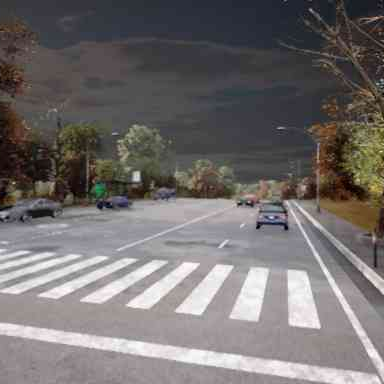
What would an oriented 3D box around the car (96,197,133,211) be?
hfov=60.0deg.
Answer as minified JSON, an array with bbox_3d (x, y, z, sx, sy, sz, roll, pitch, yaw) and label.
[{"bbox_3d":[-7.777,1.160,33.760,1.895,1.301,4.718,1,1,15],"label":"car"}]

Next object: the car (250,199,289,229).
[{"bbox_3d":[4.957,1.404,20.487,2.033,1.411,5.357,1,1,15],"label":"car"}]

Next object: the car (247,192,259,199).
[{"bbox_3d":[9.046,0.793,50.340,2.097,1.767,4.553,1,1,15],"label":"car"}]

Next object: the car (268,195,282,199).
[{"bbox_3d":[10.679,1.120,42.510,2.033,1.411,5.357,1,1,15],"label":"car"}]

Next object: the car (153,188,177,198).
[{"bbox_3d":[-3.849,0.249,48.452,2.150,2.045,5.566,1,1,15],"label":"car"}]

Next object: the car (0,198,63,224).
[{"bbox_3d":[-10.760,1.194,22.397,2.128,1.511,4.902,1,1,15],"label":"car"}]

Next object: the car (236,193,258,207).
[{"bbox_3d":[6.641,1.165,40.963,1.895,1.301,4.718,1,1,15],"label":"car"}]
